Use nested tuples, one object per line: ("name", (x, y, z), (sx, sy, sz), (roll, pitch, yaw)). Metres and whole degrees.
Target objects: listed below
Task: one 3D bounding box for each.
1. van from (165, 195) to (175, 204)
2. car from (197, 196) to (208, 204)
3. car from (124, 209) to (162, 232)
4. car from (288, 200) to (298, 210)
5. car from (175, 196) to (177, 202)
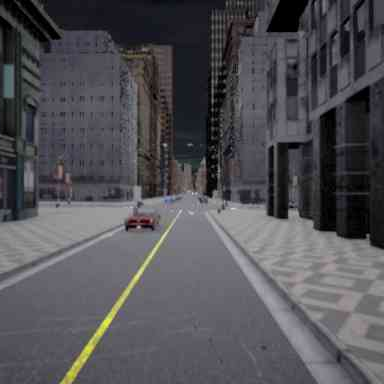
("van", (-5.652, 1.878, 80.268), (1.690, 1.788, 3.998), (0, 0, 0))
("car", (2.873, 2.102, 80.214), (1.947, 1.339, 4.313), (0, 0, 0))
("car", (-3.105, 1.770, 21.662), (1.895, 1.301, 4.718), (0, 0, 0))
("car", (15.405, 1.998, 49.603), (4.902, 1.511, 2.128), (1, -1, 0))
("car", (-5.616, 2.148, 85.916), (1.802, 1.307, 4.206), (0, 0, 0))
